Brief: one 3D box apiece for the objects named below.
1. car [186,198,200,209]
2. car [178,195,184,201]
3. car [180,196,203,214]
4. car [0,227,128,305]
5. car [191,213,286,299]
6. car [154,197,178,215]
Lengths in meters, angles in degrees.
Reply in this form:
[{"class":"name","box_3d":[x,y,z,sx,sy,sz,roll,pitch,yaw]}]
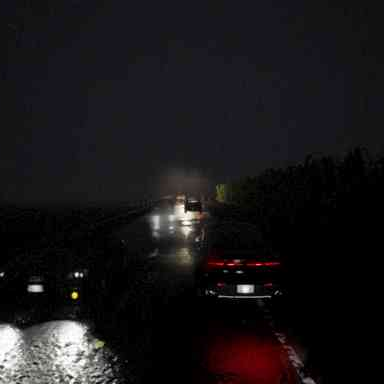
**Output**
[{"class":"car","box_3d":[0.127,1.526,45.787,1.812,1.442,4.674,0,0,0]},{"class":"car","box_3d":[-2.654,1.484,80.338,1.882,1.535,5.008,0,0,0]},{"class":"car","box_3d":[0.117,1.491,35.613,2.128,1.511,4.902,0,0,0]},{"class":"car","box_3d":[-2.838,1.563,8.018,1.994,1.385,4.181,0,0,0]},{"class":"car","box_3d":[0.973,1.505,8.444,1.837,1.490,4.892,0,0,0]},{"class":"car","box_3d":[-2.710,1.505,33.707,1.837,1.490,4.892,0,0,0]}]
